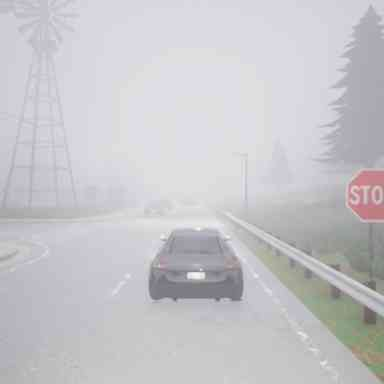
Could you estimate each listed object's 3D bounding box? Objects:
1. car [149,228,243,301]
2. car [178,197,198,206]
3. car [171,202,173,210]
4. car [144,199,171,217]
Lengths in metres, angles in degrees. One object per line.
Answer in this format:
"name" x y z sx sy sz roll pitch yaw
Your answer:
"car" 0.082 1.594 8.438 1.994 1.385 4.181 0 0 0
"car" -0.758 1.697 60.107 2.128 1.511 4.902 0 0 -29
"car" -3.542 1.655 43.543 1.837 1.490 4.892 0 0 1
"car" -3.583 1.604 32.888 2.128 1.511 4.902 0 0 0
